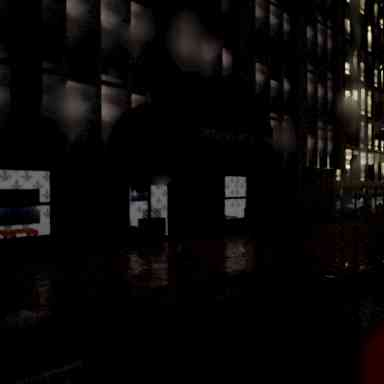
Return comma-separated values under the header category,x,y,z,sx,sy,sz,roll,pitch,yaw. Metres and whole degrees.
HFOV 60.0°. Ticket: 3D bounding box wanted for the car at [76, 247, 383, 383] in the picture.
category,x,y,z,sx,sy,sz,roll,pitch,yaw
car,1.038,1.543,3.604,4.507,1.381,1.887,0,-1,-39
